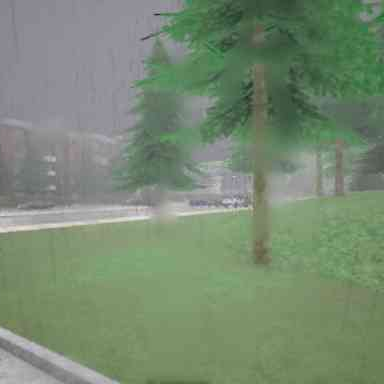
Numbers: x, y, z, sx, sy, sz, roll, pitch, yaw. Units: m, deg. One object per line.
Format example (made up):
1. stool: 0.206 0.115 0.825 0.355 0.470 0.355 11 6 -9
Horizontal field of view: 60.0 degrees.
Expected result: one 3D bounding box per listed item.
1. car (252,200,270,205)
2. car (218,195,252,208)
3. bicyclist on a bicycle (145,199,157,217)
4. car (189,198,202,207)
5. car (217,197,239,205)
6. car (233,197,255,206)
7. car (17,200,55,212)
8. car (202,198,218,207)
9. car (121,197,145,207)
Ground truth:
1. car: 12.945 1.727 61.576 1.812 1.442 4.674 -1 0 35
2. car: 6.830 1.422 52.780 2.150 2.045 5.566 -1 0 36
3. bicyclist on a bicycle: -3.730 1.456 30.709 1.656 1.620 0.582 -1 -1 35
4. car: 1.549 1.735 57.424 1.882 1.535 5.008 -1 0 35
5. car: 7.192 1.805 65.564 2.033 1.411 5.357 -1 0 35
6. car: 10.058 1.777 63.555 2.033 1.411 5.357 -1 0 35
7. car: -21.160 1.841 45.309 2.128 1.511 4.902 -1 0 35
8. car: 4.255 1.720 55.191 2.128 1.511 4.902 -1 0 36
9. car: -10.697 1.701 60.164 2.097 1.767 4.553 -1 0 35
